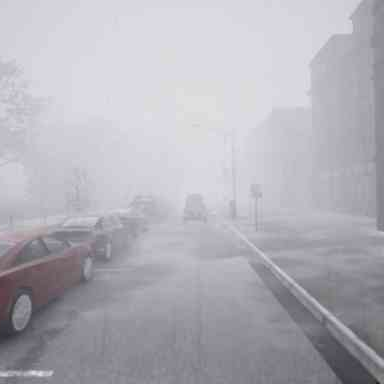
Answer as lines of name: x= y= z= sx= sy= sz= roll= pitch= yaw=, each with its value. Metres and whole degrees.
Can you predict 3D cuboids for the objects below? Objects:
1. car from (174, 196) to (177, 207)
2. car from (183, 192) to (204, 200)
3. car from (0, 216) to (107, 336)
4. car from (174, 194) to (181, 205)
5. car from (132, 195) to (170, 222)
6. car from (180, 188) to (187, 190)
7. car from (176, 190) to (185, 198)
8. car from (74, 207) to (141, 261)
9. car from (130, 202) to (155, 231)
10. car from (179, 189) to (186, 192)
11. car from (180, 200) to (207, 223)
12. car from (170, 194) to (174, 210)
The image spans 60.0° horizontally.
car: x=-3.445 y=1.573 z=40.169 sx=2.163 sy=1.488 sz=4.792 roll=-1 pitch=0 yaw=3
car: x=0.331 y=1.253 z=42.639 sx=2.150 sy=2.045 sz=5.566 roll=0 pitch=0 yaw=0
car: x=-3.617 y=1.527 z=6.860 sx=2.097 sy=1.535 sz=5.008 roll=0 pitch=0 yaw=3
car: x=-3.365 y=1.498 z=51.416 sx=1.946 sy=1.575 sz=5.366 roll=0 pitch=1 yaw=3
car: x=-3.506 y=1.261 z=26.911 sx=2.435 sy=2.045 sz=5.566 roll=0 pitch=0 yaw=3
car: x=-3.157 y=0.609 z=87.561 sx=2.231 sy=1.521 sz=4.892 roll=1 pitch=3 yaw=2
car: x=-3.243 y=1.129 z=70.809 sx=2.185 sy=1.767 sz=4.553 roll=2 pitch=2 yaw=2
car: x=-3.586 y=1.537 z=12.416 sx=2.231 sy=1.521 sz=4.892 roll=0 pitch=-1 yaw=3
car: x=-3.556 y=1.525 z=17.958 sx=2.097 sy=1.535 sz=5.008 roll=0 pitch=0 yaw=3
car: x=-3.185 y=0.860 z=81.827 sx=1.946 sy=1.575 sz=5.366 roll=1 pitch=2 yaw=2
car: x=0.238 y=1.579 z=25.764 sx=2.033 sy=1.411 sz=5.357 roll=0 pitch=0 yaw=0
car: x=-3.466 y=1.394 z=34.564 sx=2.185 sy=1.767 sz=4.553 roll=0 pitch=0 yaw=3
